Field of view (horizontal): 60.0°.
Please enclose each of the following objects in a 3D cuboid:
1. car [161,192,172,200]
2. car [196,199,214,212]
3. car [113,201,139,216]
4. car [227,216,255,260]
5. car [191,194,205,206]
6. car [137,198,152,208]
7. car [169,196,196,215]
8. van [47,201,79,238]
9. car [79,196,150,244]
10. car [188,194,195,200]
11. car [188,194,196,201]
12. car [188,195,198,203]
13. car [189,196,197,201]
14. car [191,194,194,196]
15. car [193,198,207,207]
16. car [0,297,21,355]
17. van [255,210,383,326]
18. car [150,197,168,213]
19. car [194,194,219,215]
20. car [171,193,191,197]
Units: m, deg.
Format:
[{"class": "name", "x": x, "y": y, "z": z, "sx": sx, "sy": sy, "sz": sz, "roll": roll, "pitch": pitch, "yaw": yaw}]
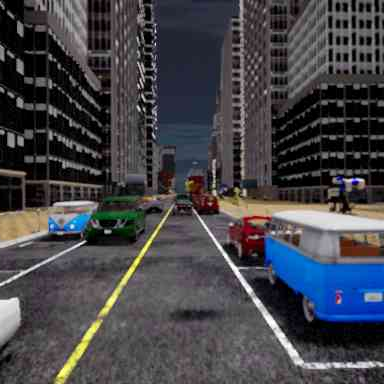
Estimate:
[{"class": "car", "x": -5.303, "y": 1.026, "z": 76.010, "sx": 2.150, "sy": 2.045, "sz": 5.566, "roll": 0, "pitch": 0, "yaw": -2}, {"class": "car", "x": 1.505, "y": 1.560, "z": 39.997, "sx": 1.887, "sy": 1.381, "sz": 4.507, "roll": 0, "pitch": 0, "yaw": -2}, {"class": "car", "x": -6.701, "y": 1.636, "z": 34.203, "sx": 1.947, "sy": 1.339, "sz": 4.313, "roll": 0, "pitch": 0, "yaw": -2}, {"class": "car", "x": 2.378, "y": 1.537, "z": 12.318, "sx": 1.887, "sy": 1.381, "sz": 4.507, "roll": 0, "pitch": 0, "yaw": -2}, {"class": "car", "x": 0.994, "y": 1.342, "z": 56.608, "sx": 2.192, "sy": 1.841, "sz": 5.009, "roll": 0, "pitch": 0, "yaw": -2}, {"class": "car", "x": -7.211, "y": 1.664, "z": 50.813, "sx": 1.802, "sy": 1.307, "sz": 4.206, "roll": 0, "pitch": 0, "yaw": -2}, {"class": "car", "x": -0.943, "y": 1.521, "z": 33.569, "sx": 2.128, "sy": 1.511, "sz": 4.902, "roll": 0, "pitch": 0, "yaw": -1}, {"class": "van", "x": -6.192, "y": 1.397, "z": 17.593, "sx": 1.690, "sy": 1.788, "sz": 3.998, "roll": 0, "pitch": 0, "yaw": -2}, {"class": "car", "x": -3.573, "y": 1.251, "z": 16.534, "sx": 2.150, "sy": 2.045, "sz": 5.566, "roll": 0, "pitch": 1, "yaw": -2}, {"class": "car", "x": -0.197, "y": 1.494, "z": 95.365, "sx": 1.967, "sy": 1.590, "sz": 4.097, "roll": 0, "pitch": 0, "yaw": -2}, {"class": "car", "x": -0.026, "y": 1.365, "z": 89.828, "sx": 2.192, "sy": 1.841, "sz": 5.009, "roll": 0, "pitch": 0, "yaw": -2}, {"class": "car", "x": 0.261, "y": 1.516, "z": 69.612, "sx": 1.882, "sy": 1.535, "sz": 5.008, "roll": 0, "pitch": 0, "yaw": -2}, {"class": "car", "x": 0.144, "y": 1.612, "z": 84.291, "sx": 1.947, "sy": 1.339, "sz": 4.313, "roll": 0, "pitch": 0, "yaw": -2}, {"class": "car", "x": 1.334, "y": 1.334, "z": 45.535, "sx": 2.192, "sy": 1.841, "sz": 5.009, "roll": 0, "pitch": 0, "yaw": -2}, {"class": "car", "x": 1.165, "y": 1.589, "z": 51.072, "sx": 1.947, "sy": 1.339, "sz": 4.313, "roll": 0, "pitch": 0, "yaw": -2}, {"class": "car", "x": -3.120, "y": 1.625, "z": 2.177, "sx": 1.895, "sy": 1.301, "sz": 4.718, "roll": 0, "pitch": 0, "yaw": -2}, {"class": "van", "x": 2.638, "y": 1.327, "z": 6.786, "sx": 1.690, "sy": 1.788, "sz": 3.998, "roll": 0, "pitch": 0, "yaw": -2}, {"class": "car", "x": -4.126, "y": 1.601, "z": 37.851, "sx": 2.033, "sy": 1.411, "sz": 5.357, "roll": 0, "pitch": 0, "yaw": -2}, {"class": "car", "x": 1.674, "y": 1.326, "z": 34.461, "sx": 2.192, "sy": 1.841, "sz": 5.009, "roll": 0, "pitch": 0, "yaw": -2}, {"class": "car", "x": -1.362, "y": 1.262, "z": 46.278, "sx": 2.150, "sy": 2.045, "sz": 5.566, "roll": 0, "pitch": 0, "yaw": -1}]
